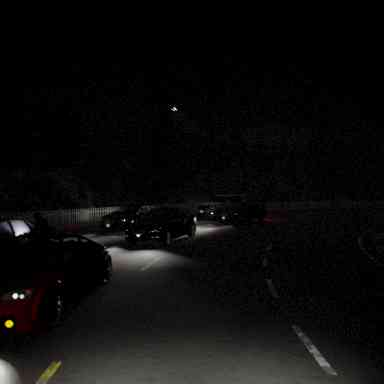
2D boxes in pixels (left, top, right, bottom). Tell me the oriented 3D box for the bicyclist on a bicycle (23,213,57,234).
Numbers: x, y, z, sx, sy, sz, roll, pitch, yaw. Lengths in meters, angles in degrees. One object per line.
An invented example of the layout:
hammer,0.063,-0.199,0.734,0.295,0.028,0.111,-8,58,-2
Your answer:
bicyclist on a bicycle,-4.818,1.496,10.625,1.656,1.620,0.582,3,1,8

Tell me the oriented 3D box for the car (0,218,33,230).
car,-6.291,1.543,10.286,2.033,1.411,5.357,0,0,9

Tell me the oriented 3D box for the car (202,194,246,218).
car,2.661,1.221,28.598,2.150,2.045,5.566,0,0,44

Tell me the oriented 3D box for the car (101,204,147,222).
car,-3.330,1.491,19.683,2.128,1.511,4.902,0,0,26

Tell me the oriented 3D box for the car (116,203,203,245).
car,-1.282,1.505,15.640,1.837,1.490,4.892,0,0,21

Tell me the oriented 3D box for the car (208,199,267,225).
car,3.709,1.491,24.466,2.128,1.511,4.902,0,0,40

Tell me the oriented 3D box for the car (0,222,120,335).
car,-3.136,1.564,6.773,1.994,1.385,4.181,0,0,5
